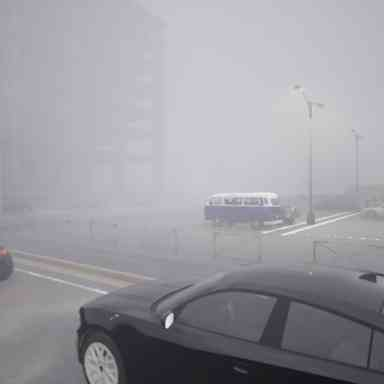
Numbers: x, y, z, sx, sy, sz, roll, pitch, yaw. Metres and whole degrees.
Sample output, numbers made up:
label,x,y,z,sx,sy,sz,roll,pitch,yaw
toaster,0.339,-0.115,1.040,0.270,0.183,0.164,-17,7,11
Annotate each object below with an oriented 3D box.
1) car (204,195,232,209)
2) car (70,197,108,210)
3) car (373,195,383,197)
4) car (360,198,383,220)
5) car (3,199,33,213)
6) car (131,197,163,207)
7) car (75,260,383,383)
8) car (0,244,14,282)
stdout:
label,x,y,z,sx,sy,sz,roll,pitch,yaw
car,3.924,1.563,53.016,1.895,1.301,4.718,0,0,35
car,-12.907,1.445,41.759,1.882,1.535,5.008,0,0,35
car,17.953,1.155,29.283,4.605,1.855,1.932,0,0,36
car,14.728,1.397,24.731,3.806,1.475,1.970,0,0,36
car,-18.750,1.445,33.555,1.882,1.535,5.008,0,0,36
car,-6.742,1.515,50.416,2.033,1.411,5.357,0,0,36
car,0.865,1.478,3.378,5.008,1.535,1.882,0,0,36
car,-6.456,1.570,8.588,4.181,1.385,1.994,0,0,36
